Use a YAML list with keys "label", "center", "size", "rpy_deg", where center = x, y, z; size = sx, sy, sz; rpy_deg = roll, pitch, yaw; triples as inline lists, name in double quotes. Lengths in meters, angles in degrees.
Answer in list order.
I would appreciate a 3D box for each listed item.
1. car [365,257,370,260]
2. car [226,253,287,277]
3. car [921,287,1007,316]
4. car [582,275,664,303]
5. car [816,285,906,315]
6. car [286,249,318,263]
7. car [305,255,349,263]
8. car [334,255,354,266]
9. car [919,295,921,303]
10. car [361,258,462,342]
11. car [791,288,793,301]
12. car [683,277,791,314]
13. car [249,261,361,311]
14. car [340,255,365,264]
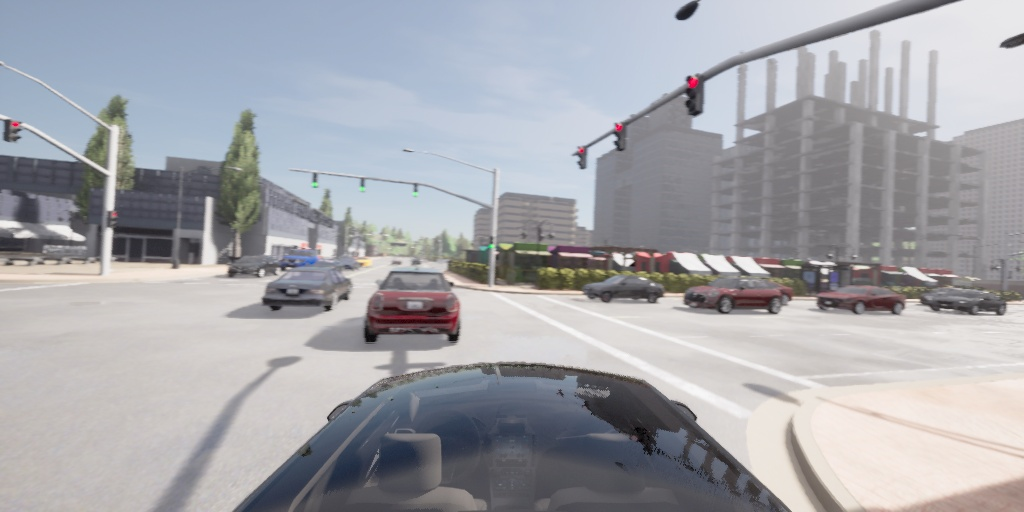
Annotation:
- label: "car"
  center: [-20.326, 0.799, 48.924]
  size: [1.882, 1.535, 5.008]
  rpy_deg: [3, -1, -14]
- label: "car"
  center: [-17.651, 0.669, 24.773]
  size: [1.837, 1.490, 4.892]
  rpy_deg: [3, -1, -15]
- label: "car"
  center: [29.260, 2.933, 23.000]
  size: [4.892, 1.490, 1.837]
  rpy_deg: [3, -1, -16]
- label: "car"
  center: [6.188, 1.793, 19.911]
  size: [4.674, 1.442, 1.812]
  rpy_deg: [3, -1, -16]
- label: "car"
  center: [19.609, 2.402, 20.196]
  size: [5.008, 1.535, 1.882]
  rpy_deg: [3, -1, -16]
- label: "car"
  center: [-20.150, 0.377, 34.312]
  size: [2.150, 2.045, 5.566]
  rpy_deg: [3, -1, -15]
- label: "car"
  center: [-15.443, 0.899, 30.091]
  size: [1.994, 1.385, 4.181]
  rpy_deg: [3, -1, -15]
- label: "car"
  center: [-25.289, 0.645, 54.031]
  size: [1.837, 1.490, 4.892]
  rpy_deg: [3, -1, -15]
- label: "car"
  center: [34.438, 3.233, 28.132]
  size: [4.902, 1.511, 2.128]
  rpy_deg: [3, -1, -16]
- label: "car"
  center: [-2.616, 1.070, 9.744]
  size: [2.097, 1.767, 4.553]
  rpy_deg: [3, -1, -15]
- label: "car"
  center: [15.129, 2.212, 22.539]
  size: [5.008, 1.535, 1.882]
  rpy_deg: [3, -1, -16]
- label: "car"
  center: [10.778, 1.816, 17.622]
  size: [4.553, 1.767, 2.097]
  rpy_deg: [3, -1, -16]
- label: "car"
  center: [-7.099, 1.085, 12.989]
  size: [2.033, 1.411, 5.357]
  rpy_deg: [3, -1, -15]
- label: "car"
  center: [-17.789, 0.874, 39.030]
  size: [2.033, 1.411, 5.357]
  rpy_deg: [3, -1, -15]
